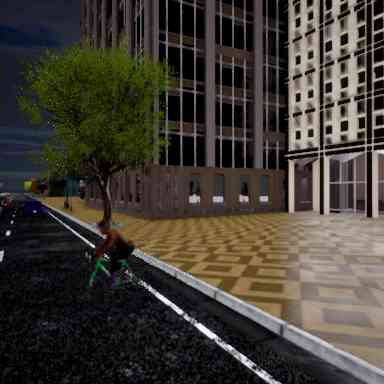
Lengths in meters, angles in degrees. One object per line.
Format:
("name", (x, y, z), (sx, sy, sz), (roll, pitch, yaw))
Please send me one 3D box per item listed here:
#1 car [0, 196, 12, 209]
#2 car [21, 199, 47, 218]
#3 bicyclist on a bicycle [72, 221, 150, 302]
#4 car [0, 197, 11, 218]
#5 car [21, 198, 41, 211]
("car", (-23.929, 1.338, 41.922), (2.097, 1.767, 4.553), (0, 0, -27))
("car", (-14.504, 1.517, 30.542), (1.812, 1.442, 4.674), (0, 0, -26))
("bicyclist on a bicycle", (-1.661, 1.434, 6.978), (1.656, 1.620, 0.582), (-1, 1, -27))
("car", (-17.696, 1.483, 29.798), (2.128, 1.511, 4.902), (0, 0, -27))
("car", (-20.103, 1.534, 41.481), (2.033, 1.411, 5.357), (0, 0, -27))
